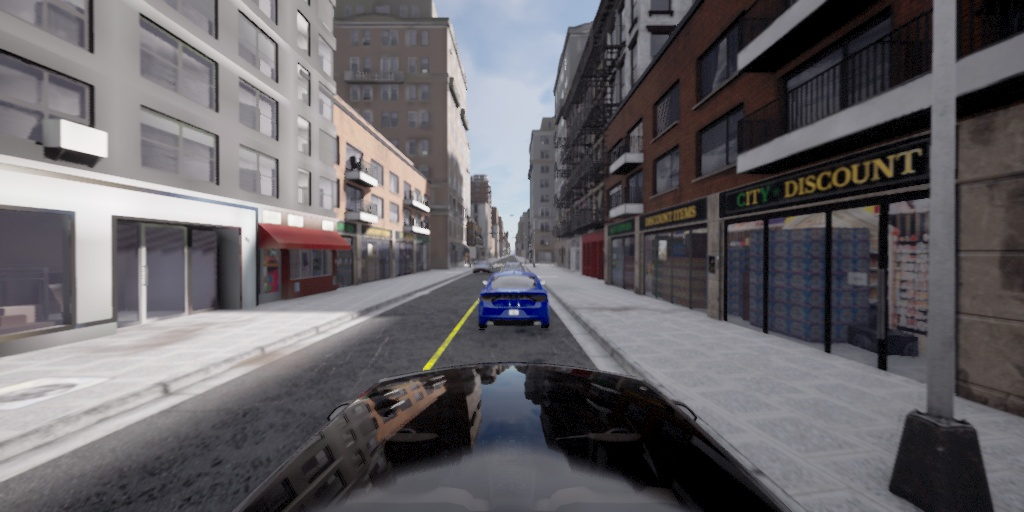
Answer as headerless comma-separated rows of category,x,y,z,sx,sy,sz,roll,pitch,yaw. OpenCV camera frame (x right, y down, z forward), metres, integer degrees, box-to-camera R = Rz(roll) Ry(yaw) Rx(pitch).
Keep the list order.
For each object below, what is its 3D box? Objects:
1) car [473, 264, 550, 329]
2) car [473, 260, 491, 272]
car,0.067,1.193,11.128,1.882,1.535,5.008,0,0,1
car,-3.046,1.179,38.124,2.033,1.411,5.357,0,0,0
